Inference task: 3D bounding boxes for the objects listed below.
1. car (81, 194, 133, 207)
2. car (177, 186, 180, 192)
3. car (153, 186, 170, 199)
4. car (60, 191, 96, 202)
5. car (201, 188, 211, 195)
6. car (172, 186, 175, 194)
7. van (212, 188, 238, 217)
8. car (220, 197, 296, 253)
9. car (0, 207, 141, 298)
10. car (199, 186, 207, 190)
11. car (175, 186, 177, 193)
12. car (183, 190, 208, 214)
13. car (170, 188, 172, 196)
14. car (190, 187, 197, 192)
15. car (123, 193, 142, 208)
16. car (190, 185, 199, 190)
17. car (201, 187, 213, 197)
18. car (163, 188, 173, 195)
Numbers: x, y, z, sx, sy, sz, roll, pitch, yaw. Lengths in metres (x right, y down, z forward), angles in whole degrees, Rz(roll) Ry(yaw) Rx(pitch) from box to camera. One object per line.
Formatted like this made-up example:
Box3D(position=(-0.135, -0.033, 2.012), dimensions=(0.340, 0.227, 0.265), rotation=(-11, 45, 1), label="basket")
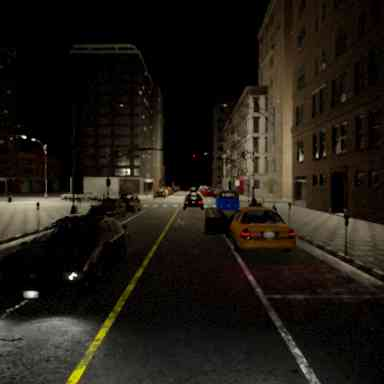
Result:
Box3D(position=(-5.291, 1.067, 21.075), dimensions=(2.008, 1.369, 4.403), rotation=(0, 1, 0), label="car")
Box3D(position=(-4.987, -0.440, 86.074), dimensions=(2.008, 1.369, 4.403), rotation=(0, 1, 0), label="car")
Box3D(position=(-5.139, 0.205, 53.623), dimensions=(1.967, 1.590, 4.097), rotation=(0, 1, 0), label="car")
Box3D(position=(-14.006, 0.568, 41.942), dimensions=(4.718, 1.301, 1.895), rotation=(0, 1, 2), label="car")
Box3D(position=(2.962, -0.067, 69.812), dimensions=(1.887, 1.381, 4.507), rotation=(0, 1, 0), label="car")
Box3D(position=(-5.089, -0.171, 64.436), dimensions=(2.192, 1.841, 5.009), rotation=(0, 1, 0), label="car")
Box3D(position=(2.760, 0.726, 26.710), dimensions=(1.690, 1.788, 3.998), rotation=(0, 1, 0), label="van")
Box3D(position=(2.280, 1.172, 12.307), dimensions=(1.801, 1.575, 5.366), rotation=(0, 1, 0), label="car")
Box3D(position=(-2.814, 1.351, 8.484), dimensions=(2.033, 1.411, 5.357), rotation=(0, 1, 0), label="car")
Box3D(position=(2.911, -0.046, 58.990), dimensions=(2.192, 1.841, 5.009), rotation=(0, 1, 0), label="car")
Box3D(position=(-5.038, -0.172, 75.258), dimensions=(1.947, 1.339, 4.313), rotation=(0, 1, 0), label="car")
Box3D(position=(0.140, 0.847, 30.399), dimensions=(2.033, 1.411, 5.357), rotation=(0, 1, 0), label="car")
Box3D(position=(-5.115, 0.169, 58.863), dimensions=(1.752, 1.417, 4.829), rotation=(0, 1, 0), label="car")
Box3D(position=(0.438, -0.684, 94.256), dimensions=(1.895, 1.301, 4.718), rotation=(0, 1, 0), label="car")
Box3D(position=(-5.265, 0.825, 26.750), dimensions=(1.967, 1.590, 4.097), rotation=(0, 1, 0), label="car")
Box3D(position=(0.385, -0.382, 82.974), dimensions=(2.033, 1.411, 5.357), rotation=(0, 1, 0), label="car")
Box3D(position=(2.886, 0.309, 53.588), dimensions=(1.887, 1.381, 4.507), rotation=(0, 1, 0), label="car")
Box3D(position=(-5.064, -0.082, 69.679), dimensions=(1.752, 1.417, 4.829), rotation=(0, 1, 0), label="car")
